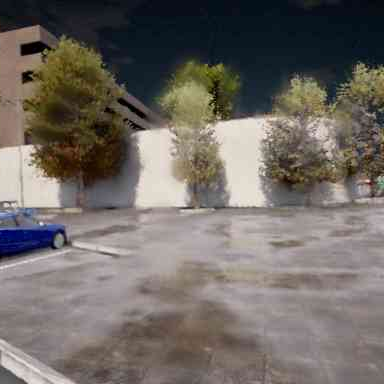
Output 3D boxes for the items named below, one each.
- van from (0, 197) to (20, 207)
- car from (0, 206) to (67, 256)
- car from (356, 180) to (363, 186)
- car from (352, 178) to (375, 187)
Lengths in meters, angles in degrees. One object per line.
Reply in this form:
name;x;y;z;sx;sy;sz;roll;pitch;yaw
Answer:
van;-8.901;1.224;13.671;1.878;1.987;4.442;0;-1;17
car;-6.557;1.465;11.733;2.097;1.535;5.008;0;-1;17
car;42.934;-2.235;81.393;5.008;1.535;2.097;-5;1;-7
car;43.531;-2.422;84.297;4.553;1.767;2.185;-5;0;-7
